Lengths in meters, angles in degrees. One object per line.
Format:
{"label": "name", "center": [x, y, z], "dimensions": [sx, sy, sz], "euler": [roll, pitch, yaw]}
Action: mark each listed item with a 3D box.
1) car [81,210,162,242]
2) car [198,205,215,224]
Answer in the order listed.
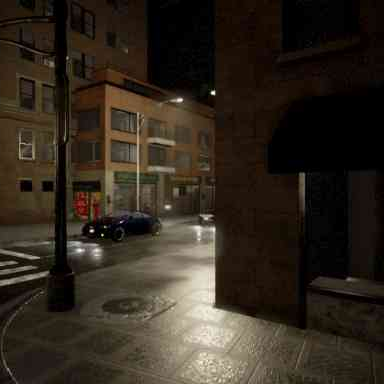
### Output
{"label": "car", "center": [-3.400, 1.594, 16.726], "dimensions": [1.994, 1.385, 4.181], "euler": [0, 0, 35]}
{"label": "car", "center": [2.309, 1.580, 24.737], "dimensions": [1.812, 1.442, 4.674], "euler": [0, 0, 35]}
